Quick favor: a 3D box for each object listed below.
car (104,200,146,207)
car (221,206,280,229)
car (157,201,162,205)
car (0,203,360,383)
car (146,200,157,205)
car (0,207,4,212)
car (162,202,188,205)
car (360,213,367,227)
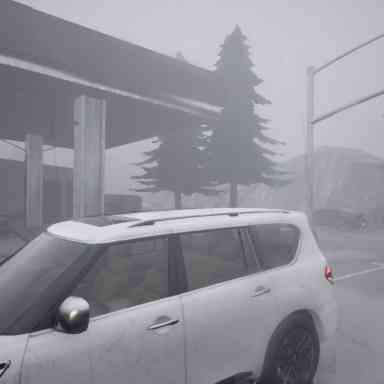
[{"bbox_3d":[-4.453,1.446,18.318,1.905,1.878,3.866,1,0,-36],"label":"car"},{"bbox_3d":[4.267,1.816,24.911,1.994,1.385,4.181,1,0,-35],"label":"car"},{"bbox_3d":[-5.800,1.741,45.625,1.895,1.301,4.718,1,0,-35],"label":"car"},{"bbox_3d":[-0.746,1.256,3.520,5.566,2.045,2.150,-1,0,-36],"label":"car"},{"bbox_3d":[-6.511,1.652,40.240,1.812,1.442,4.674,1,0,-35],"label":"car"},{"bbox_3d":[-11.583,1.521,18.528,2.242,1.667,4.611,1,0,-36],"label":"car"},{"bbox_3d":[-0.648,1.720,31.911,1.812,1.442,4.674,1,0,-35],"label":"car"},{"bbox_3d":[9.737,1.828,23.573,1.837,1.490,4.892,1,0,-35],"label":"car"}]
